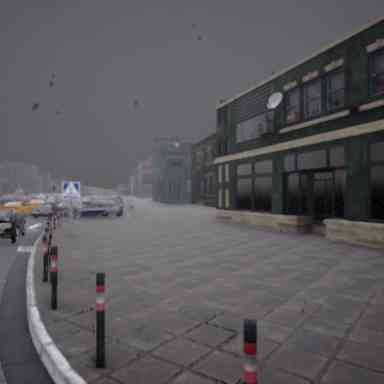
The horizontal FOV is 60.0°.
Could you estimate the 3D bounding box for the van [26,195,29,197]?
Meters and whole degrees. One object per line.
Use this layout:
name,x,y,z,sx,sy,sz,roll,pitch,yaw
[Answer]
van,-39.268,1.405,73.451,4.442,1.987,1.878,0,0,-13

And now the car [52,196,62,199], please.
car,-21.270,1.695,50.489,1.812,1.442,4.674,0,0,-13

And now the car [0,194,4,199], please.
car,-35.646,1.502,57.182,4.553,1.767,2.185,0,0,-13

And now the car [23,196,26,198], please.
car,-38.725,1.628,70.618,4.892,1.521,2.231,0,0,-13

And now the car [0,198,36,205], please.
car,-16.984,1.672,32.215,1.882,1.535,5.008,0,0,-13

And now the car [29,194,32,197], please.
car,-39.976,1.674,75.989,4.674,1.452,2.002,0,0,-13

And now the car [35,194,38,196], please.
car,-41.218,1.647,81.361,4.892,1.521,2.231,0,0,-13

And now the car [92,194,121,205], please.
car,-16.797,1.374,65.491,5.566,2.045,2.435,0,0,-13

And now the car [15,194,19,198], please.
car,-37.479,1.625,65.248,4.892,1.521,2.231,0,0,-13

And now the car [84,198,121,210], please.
car,-12.475,1.668,46.652,5.008,1.535,2.097,0,0,-13

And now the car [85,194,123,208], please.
car,-13.665,1.402,51.952,5.566,2.045,2.435,0,0,-13

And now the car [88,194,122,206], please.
car,-15.002,1.388,57.477,5.566,2.045,2.435,0,0,-13

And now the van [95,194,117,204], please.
van,-17.564,1.397,68.167,4.442,1.987,1.878,0,0,-13

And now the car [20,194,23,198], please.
car,-38.103,1.626,67.934,4.892,1.521,2.231,0,0,-13

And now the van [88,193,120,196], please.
van,-10.704,1.459,38.501,4.442,1.987,1.878,0,0,-13

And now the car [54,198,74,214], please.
car,-16.458,1.794,43.281,1.895,1.301,4.718,0,0,-13

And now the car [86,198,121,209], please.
car,-13.062,1.662,49.241,4.892,1.521,2.231,0,0,-13

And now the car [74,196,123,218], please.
car,-9.905,1.556,35.701,4.553,1.767,2.185,0,0,-13

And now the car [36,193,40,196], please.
car,-41.877,1.683,84.040,4.792,1.488,2.163,0,0,-13

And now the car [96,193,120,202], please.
car,-20.609,1.377,81.726,5.566,2.045,2.435,0,0,-13

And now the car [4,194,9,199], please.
car,-36.208,1.499,59.882,4.553,1.767,2.185,0,0,-13

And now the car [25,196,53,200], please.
car,-19.143,1.672,41.542,1.882,1.535,5.008,0,0,-13

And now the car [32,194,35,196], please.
car,-40.782,1.637,78.634,5.366,1.575,1.946,0,0,-13

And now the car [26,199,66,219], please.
car,-13.831,1.740,31.852,2.033,1.411,5.357,0,0,-13

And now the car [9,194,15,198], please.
car,-36.856,1.625,62.562,4.892,1.521,2.231,0,0,-13

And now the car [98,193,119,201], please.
car,-22.486,1.394,89.846,5.566,2.045,2.435,0,0,-13

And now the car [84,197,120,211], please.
car,-11.785,1.550,43.830,4.553,1.767,2.185,0,0,-13

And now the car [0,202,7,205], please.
car,-14.344,1.651,22.190,2.128,1.511,4.902,0,0,-16

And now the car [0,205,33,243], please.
car,-9.451,1.627,16.472,2.128,1.511,4.902,0,0,-20
